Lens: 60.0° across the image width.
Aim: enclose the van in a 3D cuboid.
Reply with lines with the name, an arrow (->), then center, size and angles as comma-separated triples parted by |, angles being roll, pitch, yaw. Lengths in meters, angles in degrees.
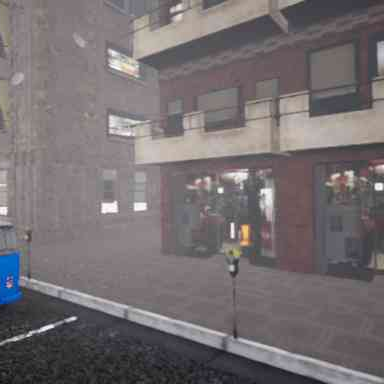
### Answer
van -> -4.991, 1.339, 6.455 | 3.998, 1.788, 1.690 | 0, -1, 36
